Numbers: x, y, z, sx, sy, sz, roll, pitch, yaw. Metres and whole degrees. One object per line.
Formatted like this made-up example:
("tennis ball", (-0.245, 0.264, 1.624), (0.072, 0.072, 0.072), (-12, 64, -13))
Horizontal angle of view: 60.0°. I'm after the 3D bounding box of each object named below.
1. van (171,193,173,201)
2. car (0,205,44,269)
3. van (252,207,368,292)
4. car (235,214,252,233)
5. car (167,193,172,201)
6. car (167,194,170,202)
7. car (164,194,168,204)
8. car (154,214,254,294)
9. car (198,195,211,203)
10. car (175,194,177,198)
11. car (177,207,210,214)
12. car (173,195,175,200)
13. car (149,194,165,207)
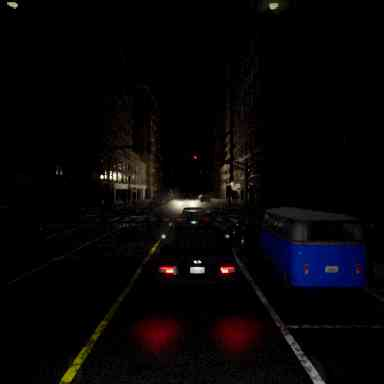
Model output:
("van", (-5.702, 1.305, 74.079), (1.690, 1.788, 3.998), (0, 0, 0))
("car", (-5.673, 1.313, 8.588), (2.192, 1.841, 5.009), (0, 0, 0))
("van", (2.851, 1.339, 8.631), (1.690, 1.788, 3.998), (0, 0, 0))
("car", (2.850, 1.562, 14.292), (1.947, 1.339, 4.313), (0, 0, 0))
("car", (-5.699, 1.508, 68.629), (1.887, 1.381, 4.507), (0, 0, 0))
("car", (-5.697, 1.509, 63.178), (1.887, 1.381, 4.507), (0, 0, 0))
("car", (-5.694, 1.516, 57.727), (2.008, 1.369, 4.403), (0, 0, 0))
("car", (0.097, 1.546, 8.900), (2.033, 1.411, 5.357), (0, 0, 0))
("car", (2.825, 1.404, 68.668), (1.967, 1.590, 4.097), (0, 0, 0))
("car", (-5.707, 1.282, 84.981), (2.192, 1.841, 5.009), (0, 0, 0))
("car", (0.093, 1.557, 19.220), (1.994, 1.385, 4.181), (0, 0, 0))
("car", (-5.704, 1.516, 79.530), (2.008, 1.369, 4.403), (0, 0, 0))
("car", (-5.692, 1.493, 52.106), (1.752, 1.417, 4.829), (0, 0, 0))
